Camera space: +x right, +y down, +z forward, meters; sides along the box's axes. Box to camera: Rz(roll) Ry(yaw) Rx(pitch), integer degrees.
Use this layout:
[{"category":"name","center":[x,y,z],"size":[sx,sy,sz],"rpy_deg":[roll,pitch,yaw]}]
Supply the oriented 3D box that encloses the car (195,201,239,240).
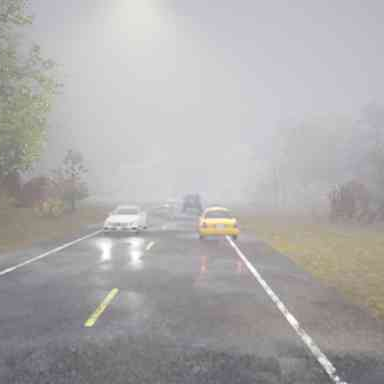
[{"category":"car","center":[1.224,1.441,16.946],"size":[1.801,1.575,5.366],"rpy_deg":[0,0,0]}]

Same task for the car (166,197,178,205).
[{"category":"car","center":[-3.543,1.559,59.762],"size":[1.812,1.442,4.674],"rpy_deg":[0,0,1]}]

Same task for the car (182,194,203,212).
[{"category":"car","center":[0.041,1.210,38.893],"size":[2.150,2.045,5.566],"rpy_deg":[0,0,1]}]

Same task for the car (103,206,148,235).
[{"category":"car","center":[-3.599,1.509,18.745],"size":[1.812,1.442,4.674],"rpy_deg":[0,0,0]}]

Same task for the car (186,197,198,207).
[{"category":"car","center":[-0.001,1.543,52.714],"size":[1.812,1.442,4.674],"rpy_deg":[0,0,0]}]
